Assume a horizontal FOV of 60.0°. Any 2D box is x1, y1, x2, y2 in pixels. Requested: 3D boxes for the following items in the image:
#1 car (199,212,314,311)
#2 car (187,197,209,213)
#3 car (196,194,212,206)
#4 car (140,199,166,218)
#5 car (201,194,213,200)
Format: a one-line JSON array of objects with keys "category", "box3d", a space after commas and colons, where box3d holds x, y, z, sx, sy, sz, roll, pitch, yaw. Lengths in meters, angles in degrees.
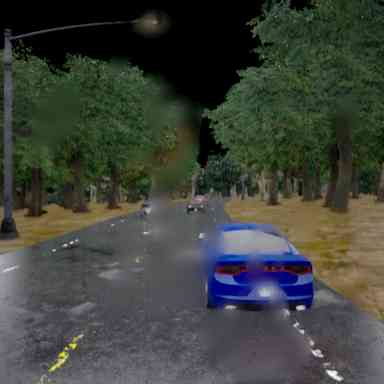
[{"category": "car", "box3d": [1.217, 1.468, 7.856, 1.882, 1.535, 5.008, 0, 0, 0]}, {"category": "car", "box3d": [0.545, 1.494, 35.942, 1.895, 1.301, 4.718, 0, 0, 3]}, {"category": "car", "box3d": [1.344, 1.176, 46.975, 2.097, 1.767, 4.553, 0, 0, 7]}, {"category": "car", "box3d": [-3.417, 1.417, 29.742, 2.128, 1.511, 4.902, 0, 0, 2]}, {"category": "car", "box3d": [3.702, 1.186, 81.431, 2.033, 1.411, 5.357, 0, 0, 13]}]
